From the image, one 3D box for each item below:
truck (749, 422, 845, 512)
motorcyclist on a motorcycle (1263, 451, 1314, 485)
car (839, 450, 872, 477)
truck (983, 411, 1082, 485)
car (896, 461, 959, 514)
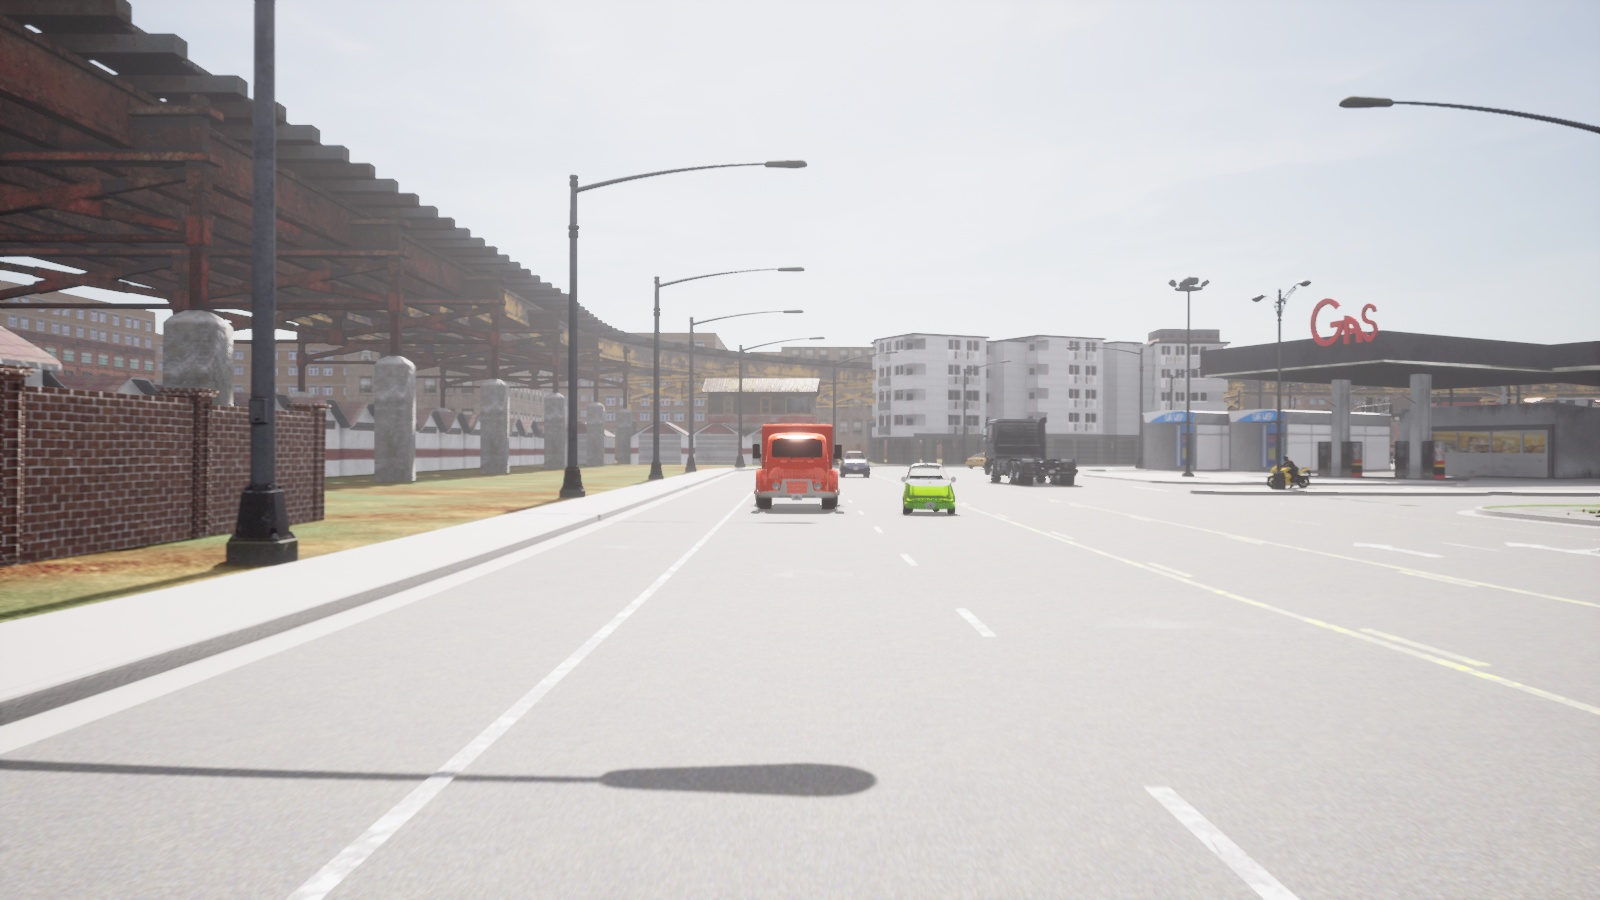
[{"bbox_3d":[-0.087,0.467,37.286,2.627,2.467,5.204,0,0,0],"label":"truck"},{"bbox_3d":[22.494,0.822,57.885,2.044,1.523,0.797,0,0,0],"label":"motorcyclist on a motorcycle"},{"bbox_3d":[3.332,0.792,75.991,1.851,1.617,3.988,0,0,0],"label":"car"},{"bbox_3d":[11.576,-0.106,63.447,2.891,3.462,7.936,0,0,-5],"label":"truck"},{"bbox_3d":[3.423,0.999,33.974,1.481,1.376,2.207,0,0,0],"label":"car"}]
